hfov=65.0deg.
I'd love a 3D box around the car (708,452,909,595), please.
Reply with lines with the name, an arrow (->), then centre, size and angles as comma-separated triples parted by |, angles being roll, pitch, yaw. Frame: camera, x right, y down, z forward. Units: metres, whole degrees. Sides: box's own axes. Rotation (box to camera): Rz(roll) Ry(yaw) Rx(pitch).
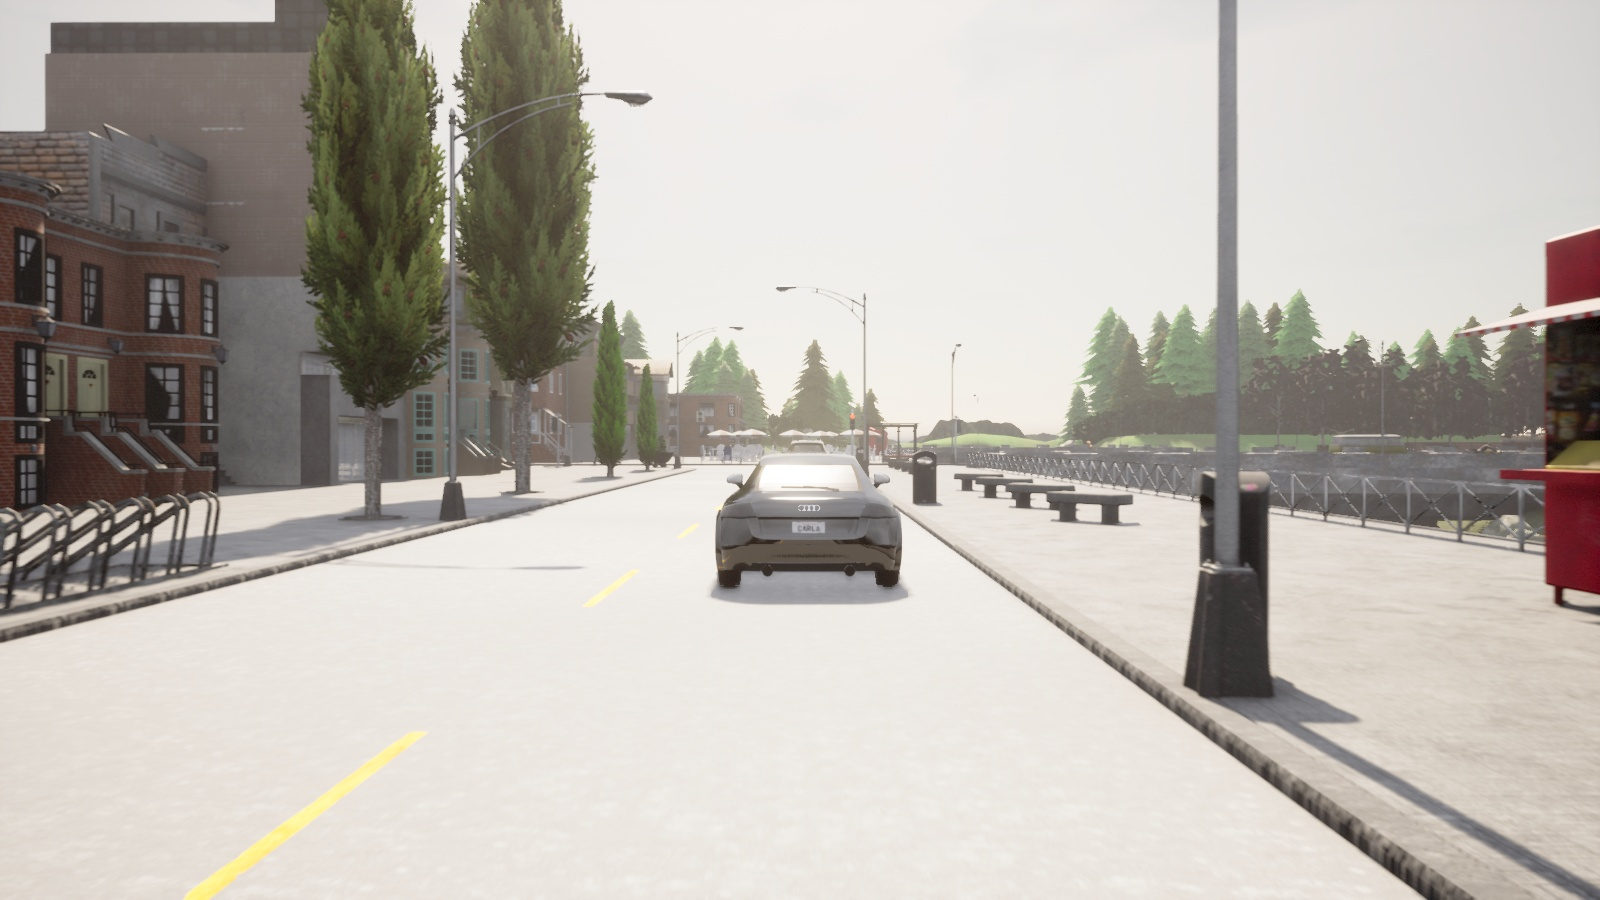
car -> 0.096, 0.729, 14.515 | 1.994, 1.385, 4.181 | 0, 0, 0

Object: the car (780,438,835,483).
car -> 0.286, 0.401, 48.795 | 2.033, 1.649, 4.856 | 0, 0, 0

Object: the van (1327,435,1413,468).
van -> 34.718, 0.096, 76.547 | 4.442, 1.987, 1.775 | 0, 0, 0
